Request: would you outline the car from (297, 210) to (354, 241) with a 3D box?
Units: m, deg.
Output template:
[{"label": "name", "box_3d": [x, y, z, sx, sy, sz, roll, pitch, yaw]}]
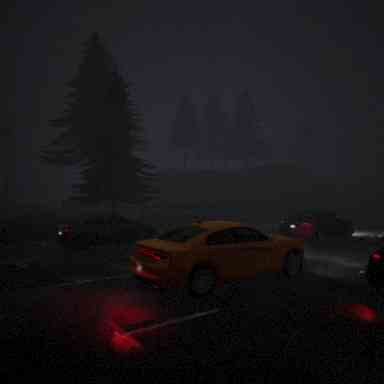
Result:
[{"label": "car", "box_3d": [6.383, 1.609, 16.897, 4.181, 1.385, 1.994, 0, 0, -35]}]

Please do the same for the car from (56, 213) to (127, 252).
[{"label": "car", "box_3d": [-3.521, 1.580, 14.131, 4.181, 1.385, 1.994, 0, 0, -36]}]

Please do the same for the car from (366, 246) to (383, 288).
[{"label": "car", "box_3d": [6.093, 1.593, 8.091, 4.181, 1.385, 1.994, 0, 0, -35]}]

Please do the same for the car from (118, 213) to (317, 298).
[{"label": "car", "box_3d": [0.861, 1.494, 8.658, 5.008, 1.535, 1.882, 0, 0, -35]}]
